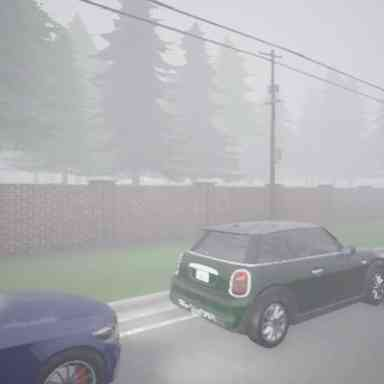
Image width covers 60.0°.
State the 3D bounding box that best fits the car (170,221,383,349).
[{"bbox_3d":[1.896,1.346,6.516,4.553,1.767,2.097,0,0,-36],"label":"car"}]

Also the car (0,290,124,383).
[{"bbox_3d":[-2.961,1.528,3.045,4.674,1.442,1.812,0,0,-36],"label":"car"}]
